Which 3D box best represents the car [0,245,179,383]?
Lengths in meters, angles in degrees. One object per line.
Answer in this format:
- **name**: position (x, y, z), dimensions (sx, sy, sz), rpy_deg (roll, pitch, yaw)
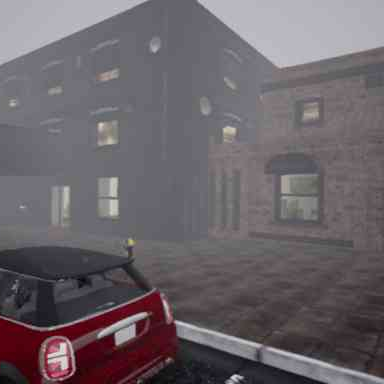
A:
- **car**: position (-2.246, 1.457, 4.456), dimensions (4.097, 1.590, 1.967), rpy_deg (0, 1, 35)
